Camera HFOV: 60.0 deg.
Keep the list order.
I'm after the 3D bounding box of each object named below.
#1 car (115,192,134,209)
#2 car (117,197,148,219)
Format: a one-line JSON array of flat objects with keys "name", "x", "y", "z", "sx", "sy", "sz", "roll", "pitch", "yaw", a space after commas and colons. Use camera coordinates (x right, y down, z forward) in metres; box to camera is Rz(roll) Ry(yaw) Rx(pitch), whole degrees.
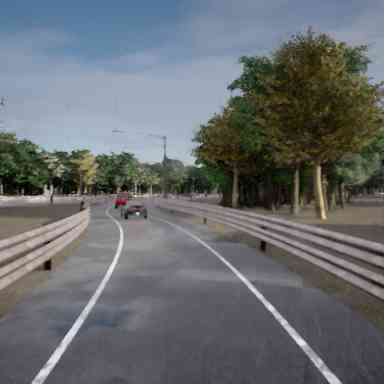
[{"name": "car", "x": -8.777, "y": 1.046, "z": 43.474, "sx": 2.150, "sy": 2.045, "sz": 5.566, "roll": 0, "pitch": 1, "yaw": -9}, {"name": "car", "x": -5.051, "y": 1.455, "z": 28.675, "sx": 1.837, "sy": 1.490, "sz": 4.892, "roll": 0, "pitch": 1, "yaw": -18}]
